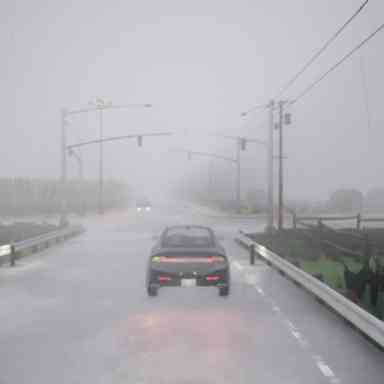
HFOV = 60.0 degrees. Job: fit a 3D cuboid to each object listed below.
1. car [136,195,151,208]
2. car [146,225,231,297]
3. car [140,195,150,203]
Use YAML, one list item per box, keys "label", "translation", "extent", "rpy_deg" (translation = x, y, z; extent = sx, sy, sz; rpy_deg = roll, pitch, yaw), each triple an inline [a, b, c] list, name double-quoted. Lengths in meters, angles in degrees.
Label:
- label: "car"
  translation: [-6.994, 1.544, 48.087]
  extent: [1.994, 1.385, 4.181]
  rpy_deg: [0, 1, -7]
- label: "car"
  translation: [-0.114, 1.642, 8.960]
  extent: [2.128, 1.511, 4.902]
  rpy_deg: [0, -2, -1]
- label: "car"
  translation: [-9.016, 1.274, 64.038]
  extent: [1.812, 1.442, 4.674]
  rpy_deg: [0, 1, -7]
